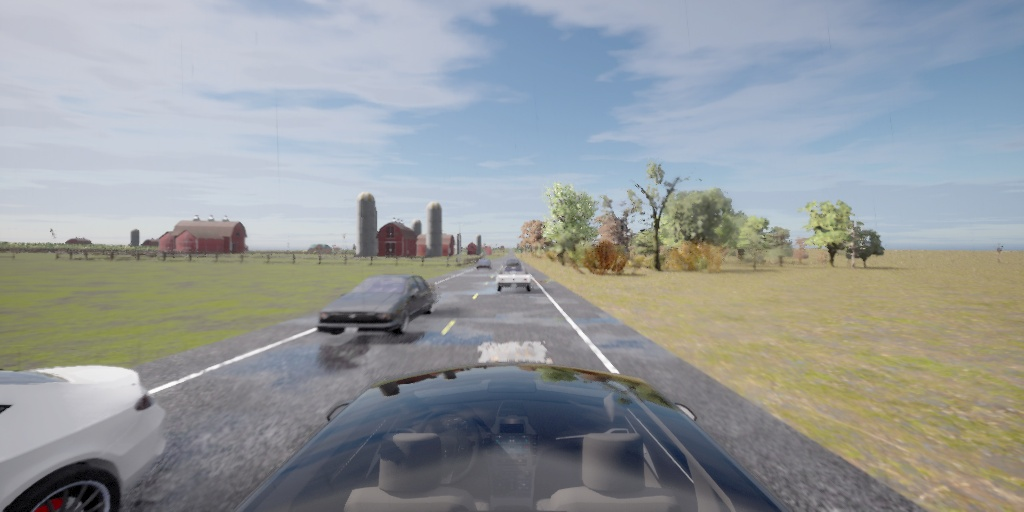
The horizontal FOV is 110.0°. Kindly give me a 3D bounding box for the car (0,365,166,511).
[{"bbox_3d":[-3.597,1.278,0.867,1.812,1.442,4.674,0,0,0],"label":"car"}]

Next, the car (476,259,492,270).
[{"bbox_3d":[-3.561,1.074,46.616,2.033,1.411,5.357,0,0,1],"label":"car"}]

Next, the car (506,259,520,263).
[{"bbox_3d":[0.103,1.077,37.796,1.837,1.490,4.892,0,0,0],"label":"car"}]

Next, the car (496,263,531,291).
[{"bbox_3d":[0.101,1.255,21.094,1.895,1.301,4.718,0,0,0],"label":"car"}]

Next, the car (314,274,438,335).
[{"bbox_3d":[-3.557,1.250,10.641,2.033,1.411,5.357,0,0,1],"label":"car"}]
